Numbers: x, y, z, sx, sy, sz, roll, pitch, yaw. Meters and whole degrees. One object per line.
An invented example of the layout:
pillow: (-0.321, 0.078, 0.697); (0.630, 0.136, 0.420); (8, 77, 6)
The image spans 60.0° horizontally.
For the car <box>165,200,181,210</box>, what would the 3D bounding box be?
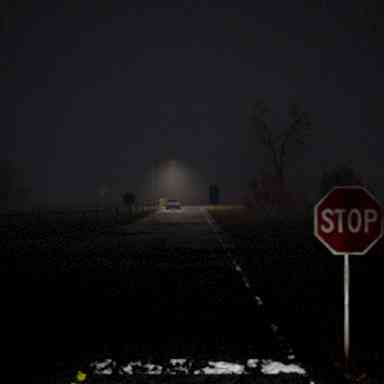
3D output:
car: (-2.659, 1.803, 47.135); (1.812, 1.442, 4.674); (0, 0, 0)
